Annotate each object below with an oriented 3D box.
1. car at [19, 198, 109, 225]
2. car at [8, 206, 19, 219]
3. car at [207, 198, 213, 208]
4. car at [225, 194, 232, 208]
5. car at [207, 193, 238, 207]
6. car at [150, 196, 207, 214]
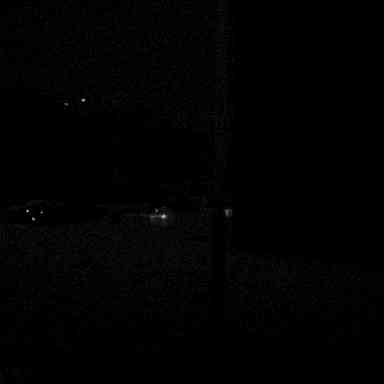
[{"bbox_3d":[-7.501,1.172,20.209,1.895,1.301,4.718,1,1,36],"label":"car"},{"bbox_3d":[-9.562,1.068,21.681,2.008,1.369,4.403,2,1,36],"label":"car"},{"bbox_3d":[0.397,1.076,35.505,1.802,1.307,4.206,2,1,36],"label":"car"},{"bbox_3d":[5.806,0.768,38.632,2.150,2.045,5.566,1,1,36],"label":"car"},{"bbox_3d":[3.720,0.933,40.111,1.967,1.590,4.097,2,1,36],"label":"car"},{"bbox_3d":[-1.270,1.102,28.851,2.033,1.411,5.357,1,1,36],"label":"car"}]
